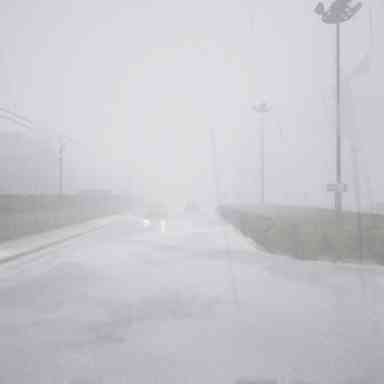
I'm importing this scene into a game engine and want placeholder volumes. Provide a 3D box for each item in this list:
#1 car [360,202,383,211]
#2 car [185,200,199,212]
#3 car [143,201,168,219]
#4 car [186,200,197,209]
[{"bbox_3d":[22.113,1.948,39.250,3.905,1.438,1.784,0,-1,0],"label":"car"},{"bbox_3d":[-0.009,2.005,47.073,2.128,1.511,4.902,0,0,0],"label":"car"},{"bbox_3d":[-3.545,1.713,33.215,2.097,1.767,4.553,0,-1,0],"label":"car"},{"bbox_3d":[-0.039,2.159,60.110,1.837,1.490,4.892,0,-1,0],"label":"car"}]
